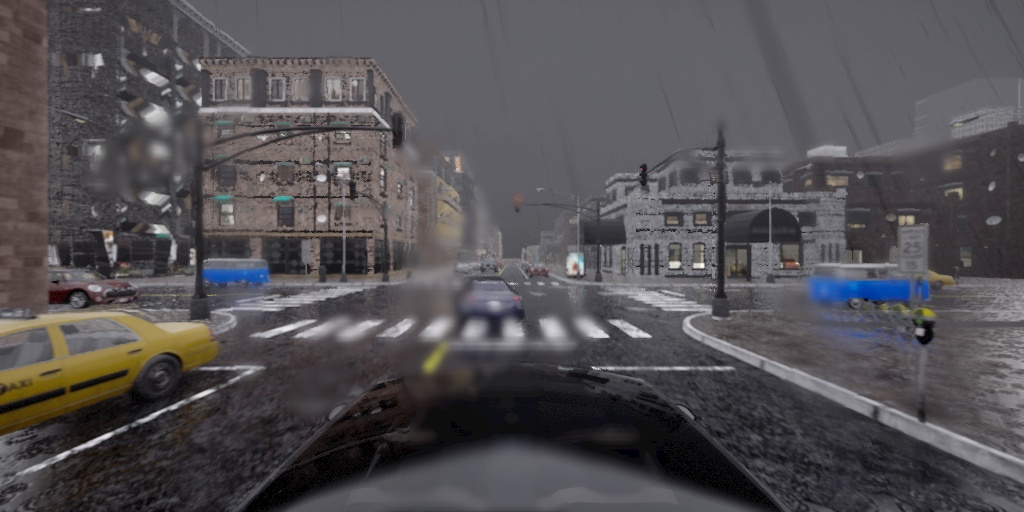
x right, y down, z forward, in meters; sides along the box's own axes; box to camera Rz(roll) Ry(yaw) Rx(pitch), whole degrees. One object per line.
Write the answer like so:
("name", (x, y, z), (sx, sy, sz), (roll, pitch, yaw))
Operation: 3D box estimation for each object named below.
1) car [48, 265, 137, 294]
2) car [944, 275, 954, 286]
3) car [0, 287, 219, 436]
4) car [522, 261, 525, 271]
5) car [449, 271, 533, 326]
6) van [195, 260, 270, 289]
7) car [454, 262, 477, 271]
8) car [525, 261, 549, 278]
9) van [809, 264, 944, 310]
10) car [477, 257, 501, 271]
("car", (-17.721, 1.248, 14.508), (4.097, 1.591, 1.967), (0, 0, 0))
("car", (25.486, 1.408, 23.207), (4.829, 1.417, 1.751), (0, 0, 0))
("car", (-5.691, 1.285, 3.812), (1.751, 1.417, 4.829), (0, 0, 0))
("car", (2.693, 1.558, 47.841), (1.802, 1.307, 4.207), (0, 0, 0))
("car", (-0.948, 1.368, 12.121), (1.994, 1.385, 4.181), (0, -1, -14))
("van", (-17.764, 1.126, 22.889), (3.998, 1.789, 1.690), (0, 0, 0))
("car", (-5.688, 1.495, 42.133), (2.007, 1.370, 4.403), (0, 0, 0))
("car", (2.692, 1.354, 36.448), (1.967, 1.591, 4.097), (0, 0, 0))
("van", (14.657, 1.216, 14.746), (3.998, 1.789, 1.690), (0, 0, 0))
("car", (-3.076, 1.202, 48.423), (2.150, 2.045, 5.566), (0, 0, 0))
